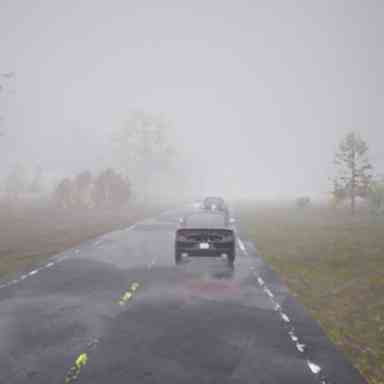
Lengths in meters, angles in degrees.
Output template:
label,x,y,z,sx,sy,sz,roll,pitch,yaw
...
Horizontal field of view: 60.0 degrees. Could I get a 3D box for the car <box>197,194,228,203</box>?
label,x,y,z,sx,sy,sz,roll,pitch,yaw
car,1.873,1.136,27.226,2.097,1.767,4.553,0,0,7

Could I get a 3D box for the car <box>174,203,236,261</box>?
label,x,y,z,sx,sy,sz,roll,pitch,yaw
car,0.510,1.382,11.962,1.882,1.535,5.008,0,0,4

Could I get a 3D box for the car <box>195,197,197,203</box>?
label,x,y,z,sx,sy,sz,roll,pitch,yaw
car,1.573,1.106,53.199,1.812,1.442,4.674,0,0,7
